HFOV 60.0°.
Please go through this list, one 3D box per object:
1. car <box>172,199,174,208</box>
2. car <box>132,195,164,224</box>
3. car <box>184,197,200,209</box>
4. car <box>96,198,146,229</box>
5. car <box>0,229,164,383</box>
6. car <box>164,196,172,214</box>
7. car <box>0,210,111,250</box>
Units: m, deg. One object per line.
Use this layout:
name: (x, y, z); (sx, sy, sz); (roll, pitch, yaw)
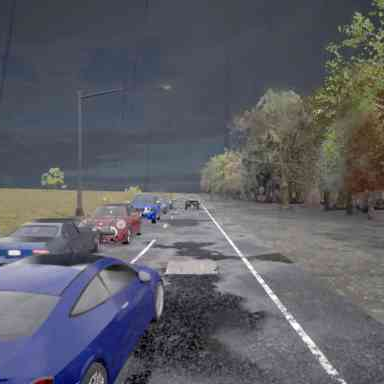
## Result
car: (-3.627, 1.347, 45.262); (2.097, 1.767, 4.553); (0, 0, 0)
car: (-3.623, 1.223, 25.251); (2.150, 2.045, 5.566); (0, 0, -1)
car: (0.027, 1.500, 44.337); (1.837, 1.490, 4.892); (0, 0, 0)
car: (-3.689, 1.353, 15.600); (2.097, 1.767, 4.553); (0, 0, 1)
car: (-1.628, 1.526, 4.339); (1.812, 1.442, 4.674); (0, 0, 6)
car: (-3.620, 1.351, 35.256); (2.097, 1.767, 4.553); (0, 0, 0)
car: (-4.394, 1.549, 10.740); (2.033, 1.411, 5.357); (0, 0, 0)
